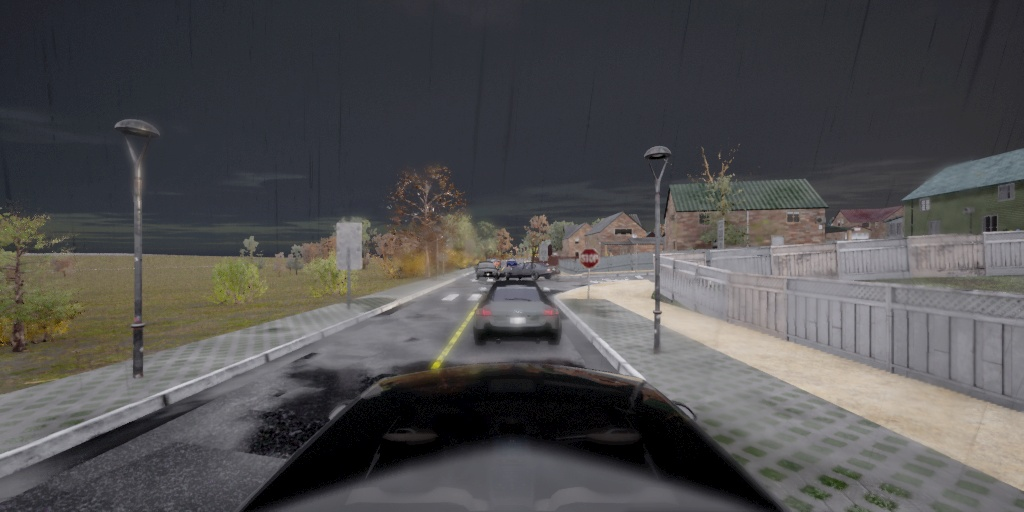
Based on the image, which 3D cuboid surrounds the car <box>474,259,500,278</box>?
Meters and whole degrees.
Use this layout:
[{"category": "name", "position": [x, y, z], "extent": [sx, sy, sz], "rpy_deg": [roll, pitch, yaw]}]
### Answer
[{"category": "car", "position": [-2.271, 1.257, 31.391], "extent": [1.837, 1.490, 4.892], "rpy_deg": [0, 0, -8]}]

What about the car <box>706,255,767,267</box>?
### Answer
[{"category": "car", "position": [14.373, 0.413, 22.867], "extent": [4.181, 1.385, 1.994], "rpy_deg": [-3, 0, 16]}]

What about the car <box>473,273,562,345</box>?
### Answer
[{"category": "car", "position": [0.097, 1.313, 9.467], "extent": [1.994, 1.385, 4.181], "rpy_deg": [0, 0, -1]}]

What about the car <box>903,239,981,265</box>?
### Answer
[{"category": "car", "position": [23.875, -0.208, 20.452], "extent": [4.902, 1.511, 2.128], "rpy_deg": [-3, 0, 14]}]

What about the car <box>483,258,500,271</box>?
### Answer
[{"category": "car", "position": [-2.881, 1.120, 51.209], "extent": [2.097, 1.767, 4.553], "rpy_deg": [0, 0, 1]}]

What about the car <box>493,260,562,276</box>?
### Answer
[{"category": "car", "position": [1.318, 1.197, 28.482], "extent": [5.357, 1.411, 2.033], "rpy_deg": [-4, -3, 43]}]
